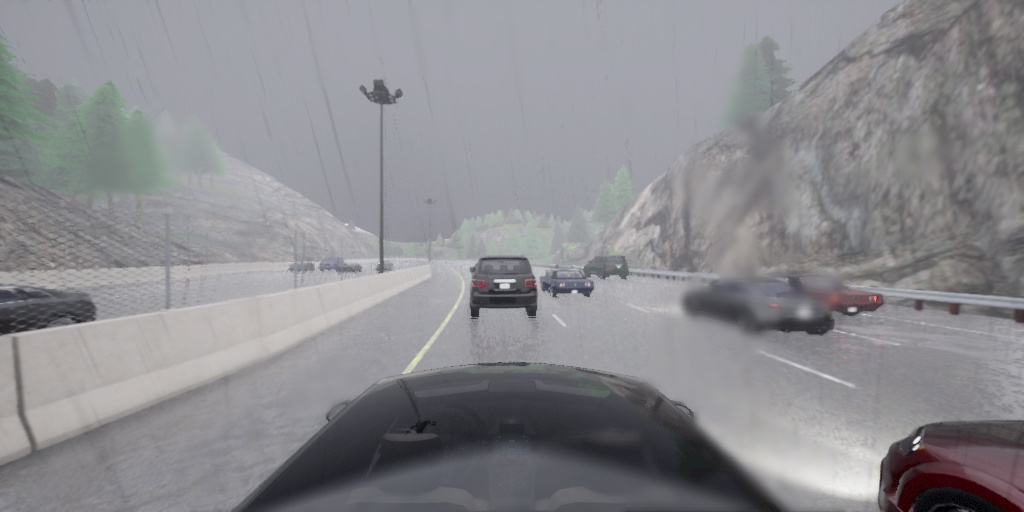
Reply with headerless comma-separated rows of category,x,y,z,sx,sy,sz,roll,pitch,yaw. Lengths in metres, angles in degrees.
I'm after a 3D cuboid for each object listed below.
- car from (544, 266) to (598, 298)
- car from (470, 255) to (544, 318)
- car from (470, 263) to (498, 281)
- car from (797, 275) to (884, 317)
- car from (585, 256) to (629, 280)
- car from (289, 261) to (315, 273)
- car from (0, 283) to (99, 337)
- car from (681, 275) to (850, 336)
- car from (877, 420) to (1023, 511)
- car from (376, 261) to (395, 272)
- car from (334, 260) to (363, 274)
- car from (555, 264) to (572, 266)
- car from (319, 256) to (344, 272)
car,2.683,1.363,18.715,1.895,1.301,4.718,0,0,-5
car,-0.380,0.985,13.233,2.150,2.045,5.566,0,0,-4
car,-2.576,1.335,31.855,2.033,1.411,5.357,0,0,-10
car,10.148,1.340,13.057,1.895,1.301,4.718,0,0,-3
car,8.130,0.984,31.322,2.150,2.045,5.566,0,0,-9
car,-27.215,1.352,46.591,2.128,1.511,4.902,0,0,-12
car,-10.759,1.271,6.451,2.128,1.511,4.902,0,0,-2
car,6.763,1.308,10.436,1.994,1.385,4.181,0,0,-3
car,3.509,1.305,0.691,1.994,1.385,4.181,0,0,0
car,-16.639,1.384,47.340,2.033,1.411,5.357,0,0,-12
car,-19.213,1.439,42.733,1.895,1.301,4.718,0,0,-12
car,4.422,1.373,32.292,1.895,1.301,4.718,0,0,-9
car,-23.956,1.076,48.068,2.150,2.045,5.566,0,0,-12
